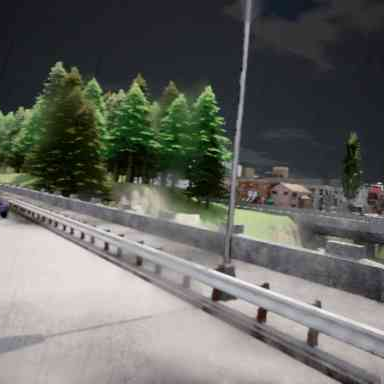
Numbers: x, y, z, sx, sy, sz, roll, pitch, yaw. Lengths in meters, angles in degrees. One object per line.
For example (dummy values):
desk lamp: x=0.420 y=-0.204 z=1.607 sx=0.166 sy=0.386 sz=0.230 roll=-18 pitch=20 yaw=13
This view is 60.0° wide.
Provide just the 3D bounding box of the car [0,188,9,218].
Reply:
car: x=-11.446 y=0.324 z=18.118 sx=2.097 sy=1.767 sz=4.553 roll=5 pitch=0 yaw=-38
